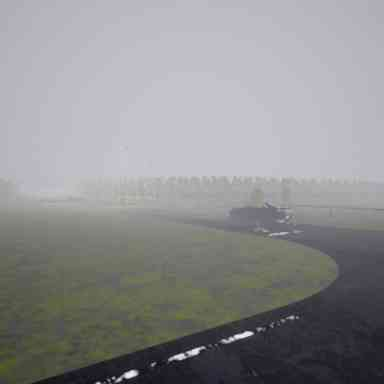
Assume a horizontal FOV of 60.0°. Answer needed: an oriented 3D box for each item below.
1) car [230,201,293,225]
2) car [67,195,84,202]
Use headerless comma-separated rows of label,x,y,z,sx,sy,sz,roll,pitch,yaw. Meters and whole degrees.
car,4.608,1.349,22.801,2.128,1.511,4.902,0,1,-34
car,-20.977,1.113,59.594,1.895,1.301,4.718,0,1,-36
